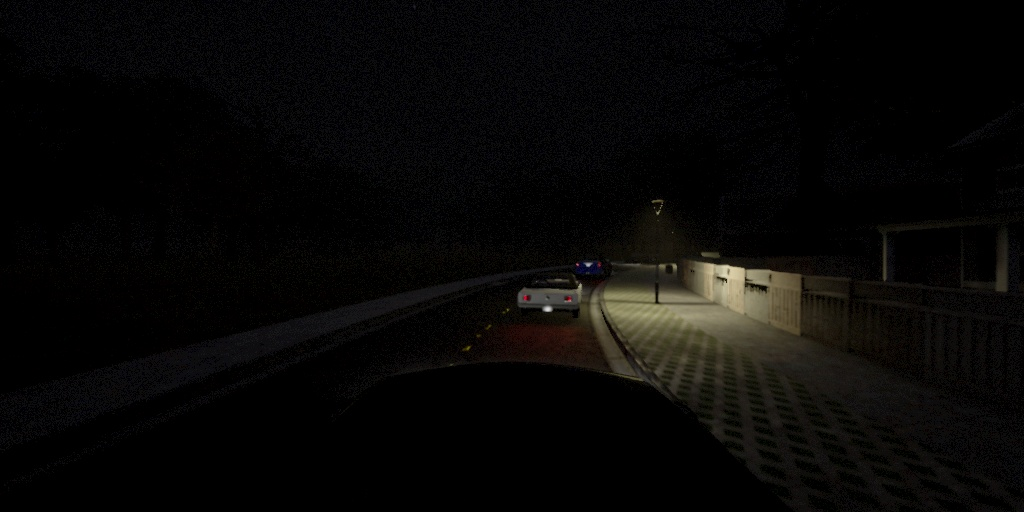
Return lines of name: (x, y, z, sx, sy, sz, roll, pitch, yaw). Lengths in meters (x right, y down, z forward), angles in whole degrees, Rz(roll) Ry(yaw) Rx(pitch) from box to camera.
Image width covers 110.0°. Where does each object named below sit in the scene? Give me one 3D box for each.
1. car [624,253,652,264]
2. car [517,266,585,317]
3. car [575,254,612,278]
car: (17.377, 0.297, 49.169, 2.033, 1.411, 5.357, 0, 2, 44)
car: (1.504, 1.244, 12.765, 1.895, 1.301, 4.718, 0, 1, 12)
car: (6.349, 0.651, 27.650, 2.097, 1.767, 4.553, 0, 1, 24)
